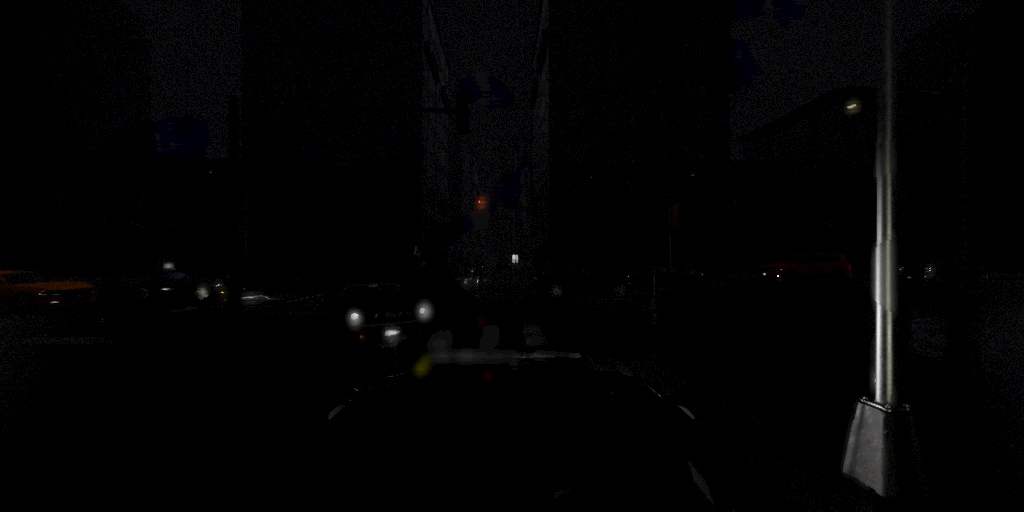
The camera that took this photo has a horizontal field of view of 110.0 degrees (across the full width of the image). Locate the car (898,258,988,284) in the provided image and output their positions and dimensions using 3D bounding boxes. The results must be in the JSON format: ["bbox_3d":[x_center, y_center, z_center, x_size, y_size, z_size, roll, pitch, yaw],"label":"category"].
[{"bbox_3d":[30.072,0.981,25.122,4.553,1.767,2.097,0,0,-2],"label":"car"}]

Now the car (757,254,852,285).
[{"bbox_3d":[20.180,0.883,24.826,5.566,2.045,2.150,0,0,-2],"label":"car"}]

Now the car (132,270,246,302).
[{"bbox_3d":[-15.191,1.363,17.028,4.181,1.385,1.994,0,0,-2],"label":"car"}]

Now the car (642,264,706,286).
[{"bbox_3d":[10.222,1.243,24.519,5.357,1.411,2.033,0,0,-2],"label":"car"}]

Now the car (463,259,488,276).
[{"bbox_3d":[-3.982,1.260,37.514,2.128,1.511,4.902,0,0,-2],"label":"car"}]

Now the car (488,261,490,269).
[{"bbox_3d":[-4.263,1.284,47.893,1.837,1.490,4.892,0,0,-2],"label":"car"}]

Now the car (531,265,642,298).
[{"bbox_3d":[3.433,1.202,17.608,5.008,1.535,1.882,0,0,-2],"label":"car"}]

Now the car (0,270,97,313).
[{"bbox_3d":[-19.011,1.293,13.655,5.008,1.535,1.882,0,0,-2],"label":"car"}]

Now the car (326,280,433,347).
[{"bbox_3d":[-3.743,1.352,9.601,1.895,1.301,4.718,0,0,-32],"label":"car"}]

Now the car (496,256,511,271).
[{"bbox_3d":[-1.168,1.136,51.488,2.097,1.767,4.553,0,0,-2],"label":"car"}]

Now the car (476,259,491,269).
[{"bbox_3d":[-4.542,1.282,58.289,2.128,1.511,4.902,0,0,-1],"label":"car"}]
